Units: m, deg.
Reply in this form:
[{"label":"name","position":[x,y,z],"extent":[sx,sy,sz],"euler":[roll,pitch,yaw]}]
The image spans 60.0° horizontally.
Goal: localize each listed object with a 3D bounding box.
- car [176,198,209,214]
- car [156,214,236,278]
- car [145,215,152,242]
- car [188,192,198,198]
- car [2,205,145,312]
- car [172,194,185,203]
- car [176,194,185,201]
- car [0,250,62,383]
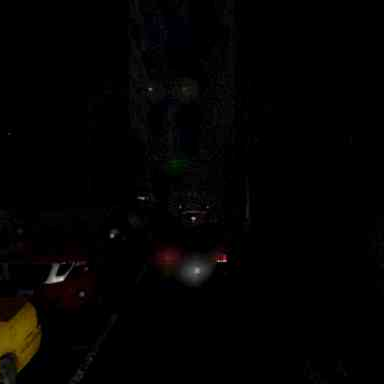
[{"label":"car","position":[0.135,1.394,22.333],"extent":[1.882,1.535,5.008],"euler":[0,0,1]},{"label":"car","position":[0.098,1.563,9.971],"extent":[1.895,1.301,4.718],"euler":[0,0,0]},{"label":"car","position":[-2.638,1.500,13.411],"extent":[2.008,1.369,4.403],"euler":[0,0,0]},{"label":"car","position":[0.084,1.283,77.166],"extent":[1.837,1.490,4.892],"euler":[0,0,0]},{"label":"car","position":[-2.636,1.285,7.795],"extent":[2.192,1.841,5.009],"euler":[0,0,0]},{"label":"car","position":[-2.723,1.375,62.871],"extent":[1.994,1.385,4.181],"euler":[0,0,1]},{"label":"car","position":[-2.663,1.284,78.199],"extent":[1.837,1.490,4.892],"euler":[0,0,0]},{"label":"car","position":[-2.635,1.517,2.013],"extent":[1.752,1.417,4.829],"euler":[0,0,0]}]
